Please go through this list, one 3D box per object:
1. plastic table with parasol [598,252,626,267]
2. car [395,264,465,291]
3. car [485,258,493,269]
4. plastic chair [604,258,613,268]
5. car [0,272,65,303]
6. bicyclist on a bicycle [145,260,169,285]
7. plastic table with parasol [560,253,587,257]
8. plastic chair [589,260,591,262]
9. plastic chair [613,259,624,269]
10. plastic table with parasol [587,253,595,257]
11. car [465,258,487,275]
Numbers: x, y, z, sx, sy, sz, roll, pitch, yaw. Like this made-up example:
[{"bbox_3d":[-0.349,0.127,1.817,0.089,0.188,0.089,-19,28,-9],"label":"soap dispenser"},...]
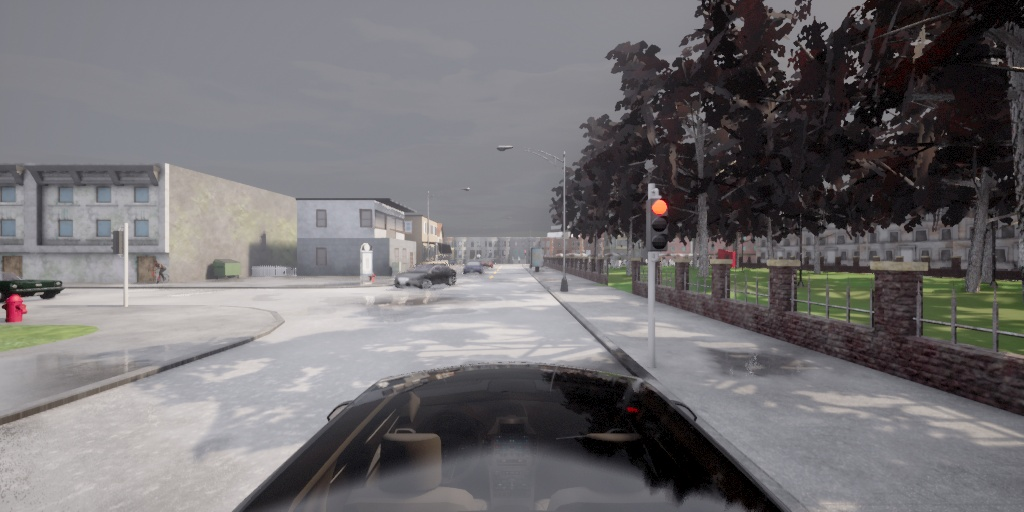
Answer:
[{"bbox_3d":[15.269,0.694,55.039,2.482,2.480,2.482,0,0,-40],"label":"plastic table with parasol"},{"bbox_3d":[-5.238,1.242,22.390,2.128,1.511,4.902,0,0,21],"label":"car"},{"bbox_3d":[-4.101,1.102,57.003,2.097,1.767,4.553,0,0,0],"label":"car"},{"bbox_3d":[14.296,1.306,54.136,0.730,1.272,0.750,0,0,-35],"label":"plastic chair"},{"bbox_3d":[-22.993,1.351,15.758,4.718,1.301,1.895,0,0,0],"label":"car"},{"bbox_3d":[-23.871,1.098,24.156,0.582,1.620,1.656,0,0,0],"label":"bicyclist on a bicycle"},{"bbox_3d":[9.949,0.684,57.775,2.482,2.480,2.482,0,0,-40],"label":"plastic table with parasol"},{"bbox_3d":[13.692,1.304,62.364,0.730,1.272,0.750,0,0,-35],"label":"plastic chair"},{"bbox_3d":[16.003,1.296,54.041,0.750,1.272,0.730,0,0,-40],"label":"plastic chair"},{"bbox_3d":[14.644,0.673,63.252,2.482,2.480,2.482,0,0,-42],"label":"plastic table with parasol"},{"bbox_3d":[-4.101,1.275,38.779,1.812,1.442,4.674,0,0,0],"label":"car"}]
